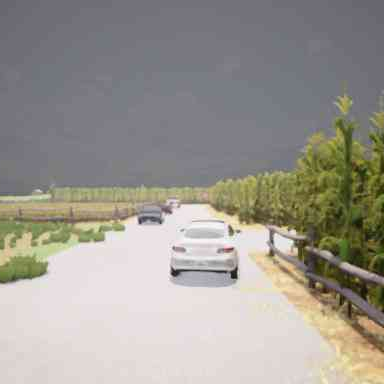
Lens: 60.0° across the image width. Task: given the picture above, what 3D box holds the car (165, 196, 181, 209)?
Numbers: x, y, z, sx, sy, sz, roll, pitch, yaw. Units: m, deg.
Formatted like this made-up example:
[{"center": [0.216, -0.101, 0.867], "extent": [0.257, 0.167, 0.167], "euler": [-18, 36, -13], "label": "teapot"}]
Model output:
[{"center": [-3.067, 1.666, 54.326], "extent": [2.150, 2.045, 5.566], "euler": [0, 0, 0], "label": "car"}]

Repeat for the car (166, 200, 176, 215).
[{"center": [-3.173, 1.885, 37.995], "extent": [1.895, 1.301, 4.718], "euler": [0, 0, 0], "label": "car"}]

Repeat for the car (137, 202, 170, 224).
[{"center": [-3.151, 1.747, 26.665], "extent": [2.033, 1.411, 5.357], "euler": [0, 0, -1], "label": "car"}]

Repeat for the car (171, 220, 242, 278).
[{"center": [0.549, 1.604, 10.412], "extent": [1.812, 1.442, 4.674], "euler": [0, 0, 8], "label": "car"}]
